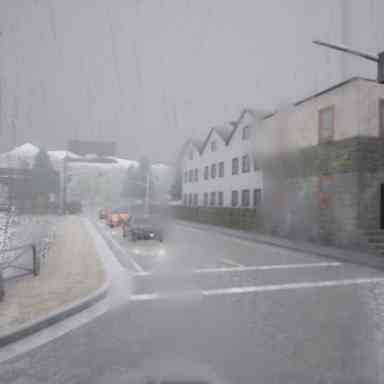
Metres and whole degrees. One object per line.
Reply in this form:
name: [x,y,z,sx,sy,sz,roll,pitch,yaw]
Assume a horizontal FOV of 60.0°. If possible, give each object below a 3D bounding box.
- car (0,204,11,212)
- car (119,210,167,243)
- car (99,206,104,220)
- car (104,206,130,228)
car: [-38.750,3.172,66.580,4.611,1.667,2.242,2,-2,-19]
car: [-2.817,2.024,19.226,1.837,1.490,4.892,2,-2,-19]
car: [-10.317,2.516,41.257,2.097,1.767,4.553,2,-2,-18]
car: [-6.066,2.149,28.717,2.097,1.767,4.553,2,-2,-19]
